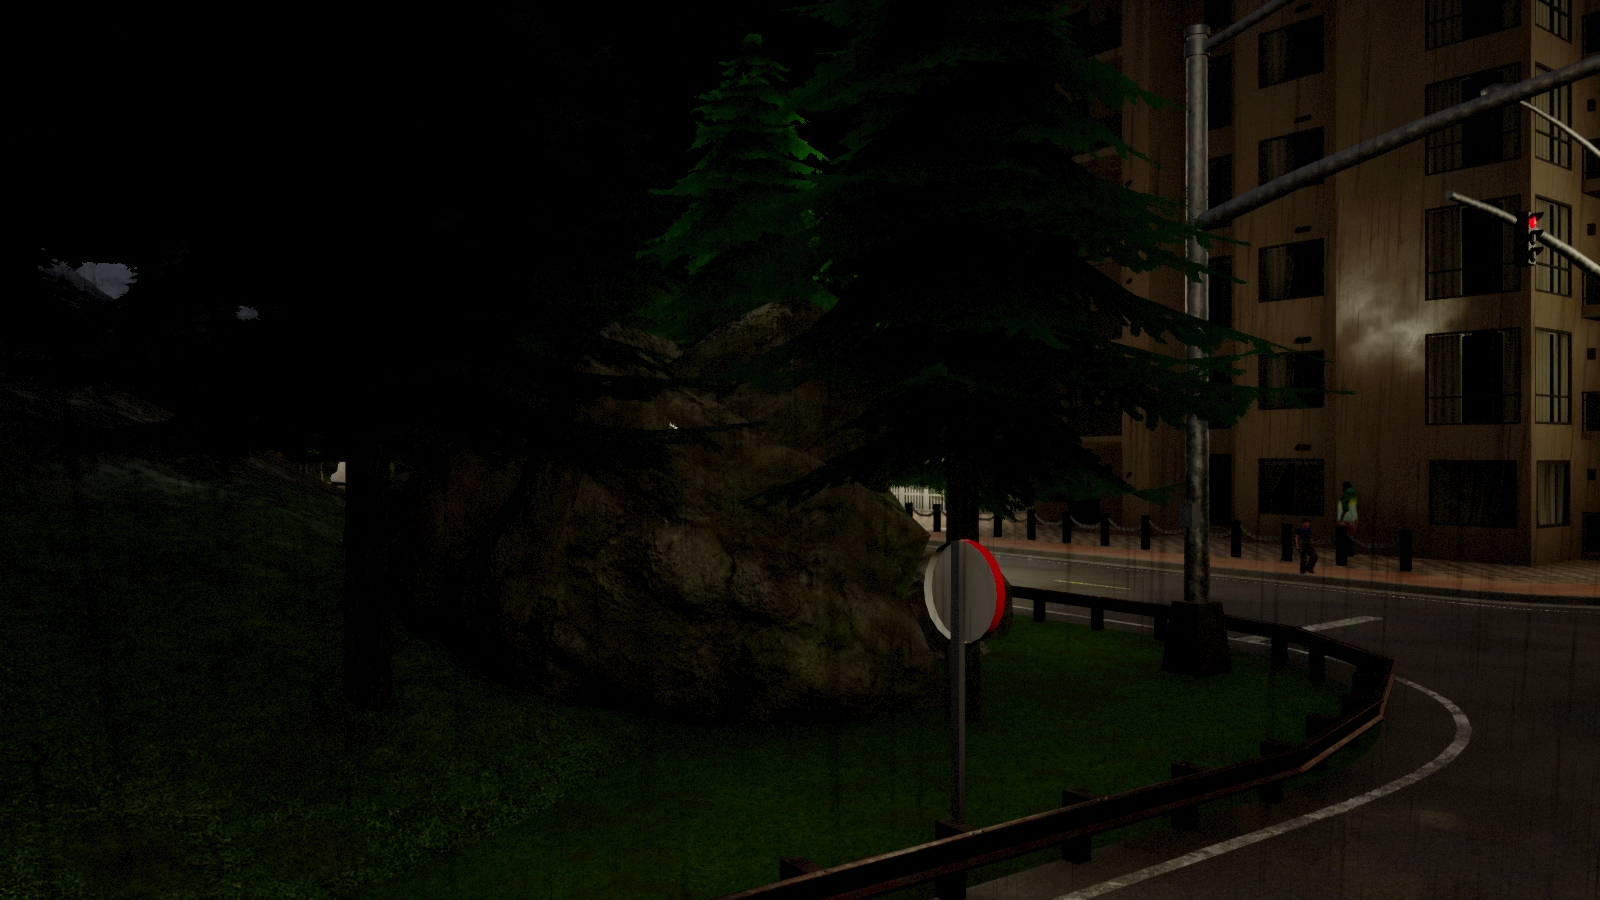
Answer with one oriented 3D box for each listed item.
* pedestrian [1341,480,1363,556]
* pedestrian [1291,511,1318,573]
[{"bbox_3d":[13.657,1.677,28.272,0.375,1.860,0.375,0,0,-39],"label":"pedestrian"},{"bbox_3d":[10.825,1.974,24.524,0.375,1.300,0.375,0,0,-12],"label":"pedestrian"}]
